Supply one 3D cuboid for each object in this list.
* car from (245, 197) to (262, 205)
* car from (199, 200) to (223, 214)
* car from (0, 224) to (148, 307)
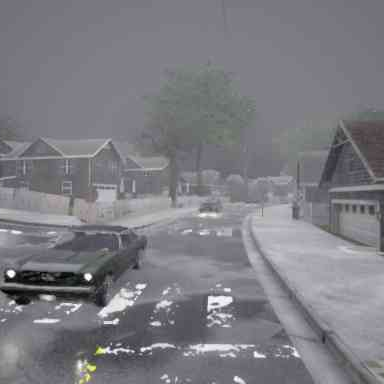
[{"bbox_3d":[11.238,1.569,60.477,2.033,1.411,5.357,0,-1,26],"label":"car"},{"bbox_3d":[2.066,1.525,35.398,1.994,1.385,4.181,0,0,15],"label":"car"},{"bbox_3d":[-2.448,1.542,8.169,1.895,1.301,4.718,1,1,4],"label":"car"}]
